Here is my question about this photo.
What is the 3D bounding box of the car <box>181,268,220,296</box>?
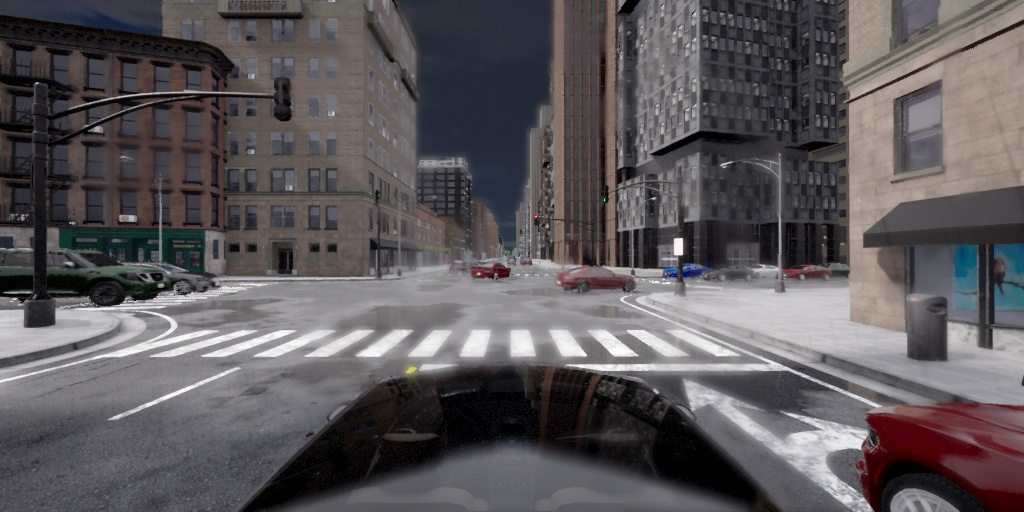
[{"bbox_3d":[-16.482,1.044,16.432,4.902,1.511,2.128,1,0,-19],"label":"car"}]

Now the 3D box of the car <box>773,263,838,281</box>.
[{"bbox_3d":[28.334,1.593,34.618,5.008,1.535,1.882,1,0,-15],"label":"car"}]

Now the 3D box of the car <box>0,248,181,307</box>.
[{"bbox_3d":[-16.156,0.751,12.979,5.566,2.045,2.150,1,0,-17],"label":"car"}]

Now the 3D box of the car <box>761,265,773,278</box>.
[{"bbox_3d":[26.014,1.639,37.360,4.674,1.442,1.812,1,0,-15],"label":"car"}]

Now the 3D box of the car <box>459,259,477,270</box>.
[{"bbox_3d":[-6.676,1.252,54.688,2.128,1.511,4.902,0,0,0],"label":"car"}]

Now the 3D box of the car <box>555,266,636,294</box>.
[{"bbox_3d":[4.699,1.299,20.114,4.674,1.442,1.812,1,0,-20],"label":"car"}]

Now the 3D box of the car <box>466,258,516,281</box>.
[{"bbox_3d":[-1.629,1.232,30.291,1.882,1.535,5.008,1,0,22],"label":"car"}]

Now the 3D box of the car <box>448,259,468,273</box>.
[{"bbox_3d":[-6.666,1.284,44.727,1.812,1.442,4.674,0,0,0],"label":"car"}]

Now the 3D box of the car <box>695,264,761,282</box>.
[{"bbox_3d":[19.283,1.514,32.048,4.892,1.490,1.837,1,0,-17],"label":"car"}]

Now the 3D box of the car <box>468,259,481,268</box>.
[{"bbox_3d":[-6.664,1.326,64.650,1.994,1.385,4.181,0,0,0],"label":"car"}]

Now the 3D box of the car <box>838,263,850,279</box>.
[{"bbox_3d":[35.023,1.570,39.641,4.553,1.767,2.097,1,0,-13],"label":"car"}]

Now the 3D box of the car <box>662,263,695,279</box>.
[{"bbox_3d":[17.031,1.486,34.791,5.008,1.535,1.882,1,0,-16],"label":"car"}]

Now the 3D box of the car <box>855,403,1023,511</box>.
[{"bbox_3d":[3.352,1.228,0.423,1.882,1.535,5.008,0,0,0],"label":"car"}]
